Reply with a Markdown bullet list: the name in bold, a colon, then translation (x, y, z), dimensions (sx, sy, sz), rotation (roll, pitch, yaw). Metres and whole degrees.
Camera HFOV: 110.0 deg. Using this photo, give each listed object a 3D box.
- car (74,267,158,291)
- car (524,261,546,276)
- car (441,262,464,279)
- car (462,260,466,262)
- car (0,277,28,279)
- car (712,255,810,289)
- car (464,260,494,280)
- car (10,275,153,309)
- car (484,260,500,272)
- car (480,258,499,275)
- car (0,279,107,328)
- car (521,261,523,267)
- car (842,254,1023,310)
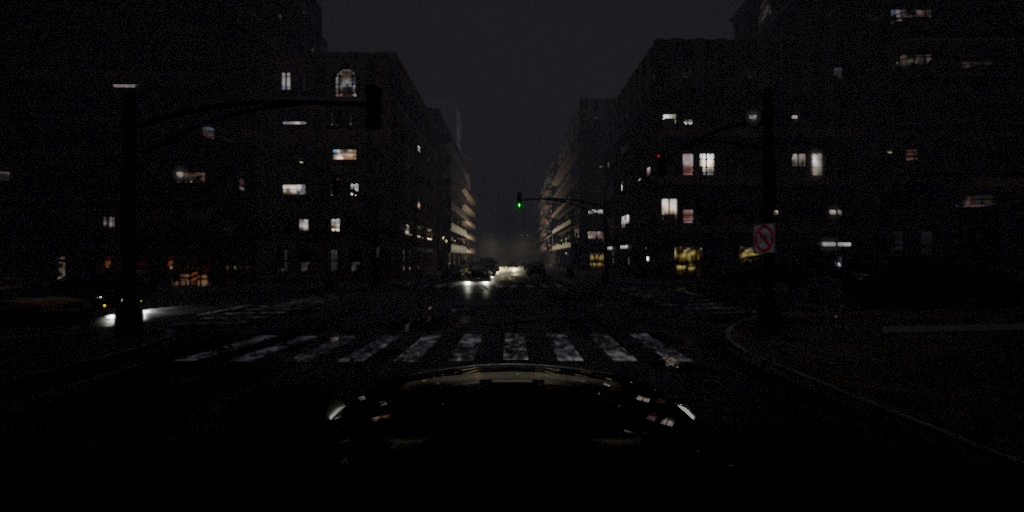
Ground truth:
- **car**: translation (-23.571, 1.571, 20.781), dimensions (5.009, 1.841, 2.192), rotation (0, 0, 0)
- **car**: translation (2.747, 1.423, 40.458), dimensions (1.967, 1.591, 4.097), rotation (0, 0, 0)
- **car**: translation (-5.641, 1.513, 34.786), dimensions (1.948, 1.339, 4.313), rotation (0, 0, 0)
- **car**: translation (-5.633, 1.508, 40.299), dimensions (1.751, 1.417, 4.829), rotation (0, 0, 0)
- **car**: translation (-29.234, 1.903, 20.739), dimensions (4.507, 1.381, 1.888), rotation (0, 0, 0)
- **car**: translation (14.604, 0.872, 21.094), dimensions (5.009, 1.841, 2.192), rotation (0, 0, 0)
- **car**: translation (-3.054, 1.419, 33.777), dimensions (1.882, 1.535, 5.008), rotation (0, 0, 0)
- **car**: translation (-18.303, 1.703, 15.065), dimensions (4.181, 1.385, 1.994), rotation (-1, 0, 0)
- **car**: translation (-3.007, 1.420, 54.092), dimensions (2.097, 1.767, 4.553), rotation (0, 0, 0)
- **car**: translation (-3.037, 1.224, 43.760), dimensions (2.150, 2.045, 5.566), rotation (0, 0, 0)
- **car**: translation (-17.615, 1.646, 12.477), dimensions (4.829, 1.417, 1.751), rotation (0, 0, 0)
- **car**: translation (2.773, 1.672, 57.505), dimensions (1.802, 1.307, 4.207), rotation (0, 0, 0)
- **car**: translation (14.726, 0.840, 12.715), dimensions (5.009, 1.841, 2.192), rotation (0, 0, 0)
